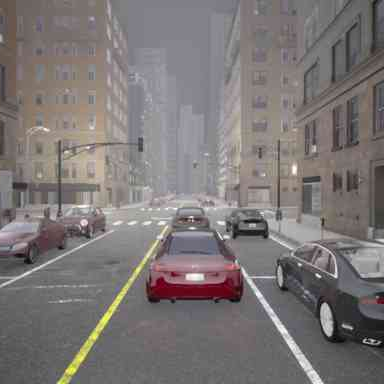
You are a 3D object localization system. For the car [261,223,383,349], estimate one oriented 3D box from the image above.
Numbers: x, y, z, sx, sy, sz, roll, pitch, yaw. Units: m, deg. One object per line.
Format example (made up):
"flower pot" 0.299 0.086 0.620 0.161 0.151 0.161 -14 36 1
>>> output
"car" 2.824 1.551 6.251 2.008 1.369 4.403 0 0 0

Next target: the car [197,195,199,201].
"car" 2.543 1.608 65.160 2.008 1.369 4.403 0 0 0

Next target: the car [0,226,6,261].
"car" -5.701 1.566 6.202 1.947 1.339 4.313 0 0 0

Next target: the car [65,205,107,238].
"car" -5.764 1.441 17.205 1.967 1.590 4.097 0 0 0

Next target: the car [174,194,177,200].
"car" -6.088 1.458 92.167 2.192 1.841 5.009 0 0 0

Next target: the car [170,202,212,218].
"car" -0.058 1.506 17.160 1.837 1.490 4.892 0 0 0

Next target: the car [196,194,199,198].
"car" 2.500 1.525 75.978 1.967 1.590 4.097 0 0 0

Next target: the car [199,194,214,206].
"car" 2.584 1.477 54.343 1.967 1.590 4.097 0 0 0

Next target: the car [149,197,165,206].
"car" -5.940 1.618 54.307 1.802 1.307 4.206 0 0 0

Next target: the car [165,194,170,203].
"car" -5.982 1.607 65.124 2.008 1.369 4.403 0 0 0

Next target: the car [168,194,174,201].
"car" -6.044 1.627 81.180 1.752 1.417 4.829 0 0 0

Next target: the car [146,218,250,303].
"car" 0.036 1.564 8.247 1.994 1.385 4.181 0 0 -1

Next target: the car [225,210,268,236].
"car" 2.762 1.567 17.253 1.947 1.339 4.313 0 0 0

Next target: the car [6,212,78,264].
"car" -5.733 1.582 11.703 1.802 1.307 4.206 0 0 0
